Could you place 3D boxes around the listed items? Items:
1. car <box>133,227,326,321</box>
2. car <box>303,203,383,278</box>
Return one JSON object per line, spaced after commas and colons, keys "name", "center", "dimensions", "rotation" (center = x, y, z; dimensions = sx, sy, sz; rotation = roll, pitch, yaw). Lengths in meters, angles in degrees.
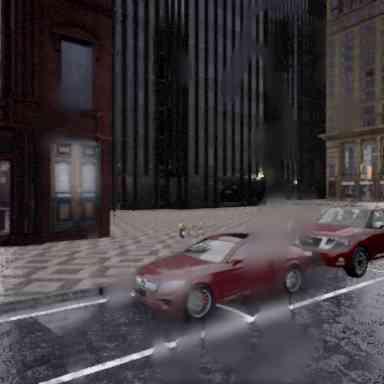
{"name": "car", "center": [0.808, 1.578, 7.224], "dimensions": [4.206, 1.307, 1.802], "rotation": [0, 0, -36]}
{"name": "car", "center": [5.123, 1.306, 10.302], "dimensions": [5.009, 1.841, 2.192], "rotation": [0, 0, -36]}
